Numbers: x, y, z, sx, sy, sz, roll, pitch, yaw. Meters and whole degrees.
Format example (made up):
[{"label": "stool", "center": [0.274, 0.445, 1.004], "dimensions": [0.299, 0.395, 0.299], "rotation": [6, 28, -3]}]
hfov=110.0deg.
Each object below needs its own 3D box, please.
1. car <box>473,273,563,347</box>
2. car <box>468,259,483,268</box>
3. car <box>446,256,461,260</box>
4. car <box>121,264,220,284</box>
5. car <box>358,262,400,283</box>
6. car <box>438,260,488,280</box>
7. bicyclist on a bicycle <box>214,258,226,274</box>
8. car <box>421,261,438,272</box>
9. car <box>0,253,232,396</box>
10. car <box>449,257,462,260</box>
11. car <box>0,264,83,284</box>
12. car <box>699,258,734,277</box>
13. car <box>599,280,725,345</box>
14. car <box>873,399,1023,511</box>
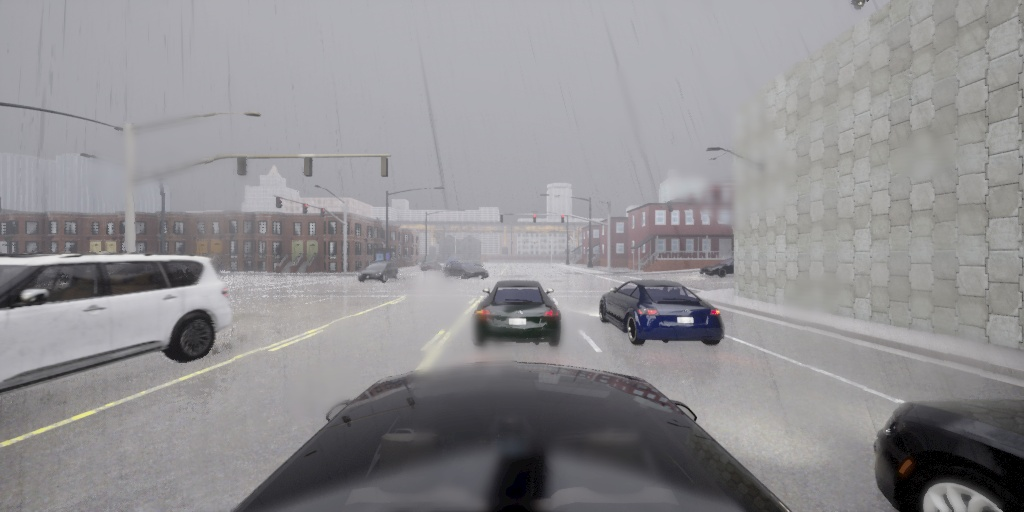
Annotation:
[{"label": "car", "center": [0.160, 1.314, 9.365], "dimensions": [1.994, 1.385, 4.181], "rotation": [0, 0, 1]}, {"label": "car", "center": [-6.355, 1.315, 62.924], "dimensions": [1.994, 1.385, 4.181], "rotation": [0, 0, 1]}, {"label": "car", "center": [-9.878, 0.973, 61.331], "dimensions": [2.150, 2.045, 5.566], "rotation": [0, 0, 1]}, {"label": "car", "center": [-24.901, 1.297, 26.294], "dimensions": [5.357, 1.411, 2.033], "rotation": [0, 0, 0]}, {"label": "car", "center": [-10.297, 1.255, 28.047], "dimensions": [1.837, 1.490, 4.892], "rotation": [0, 0, 1]}, {"label": "car", "center": [-4.117, 1.297, 31.241], "dimensions": [2.033, 1.411, 5.357], "rotation": [0, 0, -36]}, {"label": "bicyclist on a bicycle", "center": [-30.407, 1.053, 37.326], "dimensions": [0.582, 1.620, 1.656], "rotation": [0, 0, 0]}, {"label": "car", "center": [-10.095, 1.314, 45.136], "dimensions": [1.994, 1.385, 4.181], "rotation": [0, 0, 0]}, {"label": "car", "center": [-7.062, 0.971, 5.298], "dimensions": [2.150, 2.045, 5.566], "rotation": [0, 0, 1]}, {"label": "car", "center": [-6.577, 1.255, 46.509], "dimensions": [1.837, 1.490, 4.892], "rotation": [0, 0, 1]}, {"label": "car", "center": [-34.866, 1.314, 26.379], "dimensions": [4.181, 1.385, 1.994], "rotation": [0, 0, 1]}, {"label": "car", "center": [18.521, 0.855, 29.628], "dimensions": [5.357, 1.411, 2.033], "rotation": [-5, 0, 1]}, {"label": "car", "center": [3.663, 1.314, 9.526], "dimensions": [1.994, 1.385, 4.181], "rotation": [0, 0, 1]}, {"label": "car", "center": [3.585, 1.255, 0.613], "dimensions": [1.837, 1.490, 4.892], "rotation": [0, 0, 1]}]
